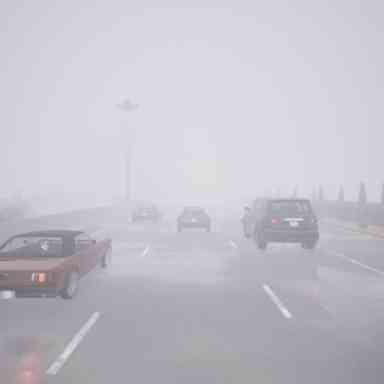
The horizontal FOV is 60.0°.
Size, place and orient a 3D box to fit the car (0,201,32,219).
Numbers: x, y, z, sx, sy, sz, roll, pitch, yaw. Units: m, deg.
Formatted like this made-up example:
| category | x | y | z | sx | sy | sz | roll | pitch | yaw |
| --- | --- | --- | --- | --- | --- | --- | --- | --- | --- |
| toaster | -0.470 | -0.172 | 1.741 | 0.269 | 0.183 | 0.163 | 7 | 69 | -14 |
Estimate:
| category | x | y | z | sx | sy | sz | roll | pitch | yaw |
| --- | --- | --- | --- | --- | --- | --- | --- | --- | --- |
| car | -14.096 | 1.528 | 24.575 | 1.812 | 1.442 | 4.674 | 0 | 0 | 0 |

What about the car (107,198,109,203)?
| category | x | y | z | sx | sy | sz | roll | pitch | yaw |
| --- | --- | --- | --- | --- | --- | --- | --- | --- | --- |
| car | -17.502 | 1.653 | 73.798 | 1.994 | 1.385 | 4.181 | 0 | 0 | 0 |

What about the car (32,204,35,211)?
| category | x | y | z | sx | sy | sz | roll | pitch | yaw |
| --- | --- | --- | --- | --- | --- | --- | --- | --- | --- |
| car | -17.594 | 1.554 | 32.923 | 2.033 | 1.411 | 5.357 | 0 | 0 | 0 |

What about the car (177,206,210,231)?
| category | x | y | z | sx | sy | sz | roll | pitch | yaw |
| --- | --- | --- | --- | --- | --- | --- | --- | --- | --- |
| car | 0.101 | 1.565 | 20.732 | 1.994 | 1.385 | 4.181 | 0 | 0 | 0 |

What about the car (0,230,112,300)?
| category | x | y | z | sx | sy | sz | roll | pitch | yaw |
| --- | --- | --- | --- | --- | --- | --- | --- | --- | --- |
| car | -3.400 | 1.602 | 8.355 | 1.895 | 1.301 | 4.718 | 0 | 0 | 0 |

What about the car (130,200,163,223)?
| category | x | y | z | sx | sy | sz | roll | pitch | yaw |
| --- | --- | --- | --- | --- | --- | --- | --- | --- | --- |
| car | -3.399 | 1.566 | 25.917 | 1.994 | 1.385 | 4.181 | 0 | 0 | 0 |

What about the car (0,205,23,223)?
| category | x | y | z | sx | sy | sz | roll | pitch | yaw |
| --- | --- | --- | --- | --- | --- | --- | --- | --- | --- |
| car | -10.600 | 1.549 | 15.886 | 2.033 | 1.411 | 5.357 | 0 | 0 | 0 |

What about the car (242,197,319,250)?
| category | x | y | z | sx | sy | sz | roll | pitch | yaw |
| --- | --- | --- | --- | --- | --- | --- | --- | --- | --- |
| car | 3.601 | 1.222 | 14.443 | 2.150 | 2.045 | 5.566 | 0 | 0 | 0 |

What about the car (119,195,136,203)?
| category | x | y | z | sx | sy | sz | roll | pitch | yaw |
| --- | --- | --- | --- | --- | --- | --- | --- | --- | --- |
| car | -10.537 | 1.648 | 56.720 | 1.895 | 1.301 | 4.718 | 0 | 0 | 1 |

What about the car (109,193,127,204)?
| category | x | y | z | sx | sy | sz | roll | pitch | yaw |
| --- | --- | --- | --- | --- | --- | --- | --- | --- | --- |
| car | -14.002 | 1.291 | 65.135 | 2.150 | 2.045 | 5.566 | 0 | 0 | 0 |
